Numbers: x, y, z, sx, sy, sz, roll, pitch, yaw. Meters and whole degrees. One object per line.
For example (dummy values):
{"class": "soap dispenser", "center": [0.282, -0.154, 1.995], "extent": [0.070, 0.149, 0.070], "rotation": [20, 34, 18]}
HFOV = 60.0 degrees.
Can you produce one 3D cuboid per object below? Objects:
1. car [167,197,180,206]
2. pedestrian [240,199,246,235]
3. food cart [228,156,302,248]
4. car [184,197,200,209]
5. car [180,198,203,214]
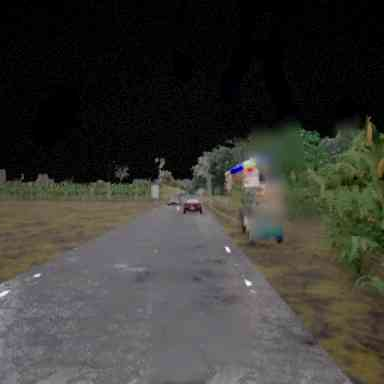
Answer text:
{"class": "car", "center": [-2.645, 1.441, 50.376], "extent": [1.994, 1.385, 4.181], "rotation": [0, 0, 1]}
{"class": "pedestrian", "center": [2.675, 1.263, 16.876], "extent": [0.375, 1.860, 0.375], "rotation": [1, -1, 0]}
{"class": "food cart", "center": [3.091, 0.427, 15.280], "extent": [2.280, 3.560, 4.660], "rotation": [-1, -1, 0]}
{"class": "car", "center": [0.040, 1.453, 45.177], "extent": [1.994, 1.385, 4.181], "rotation": [0, 0, 1]}
{"class": "car", "center": [0.087, 1.391, 34.636], "extent": [1.882, 1.535, 5.008], "rotation": [0, 0, 1]}
